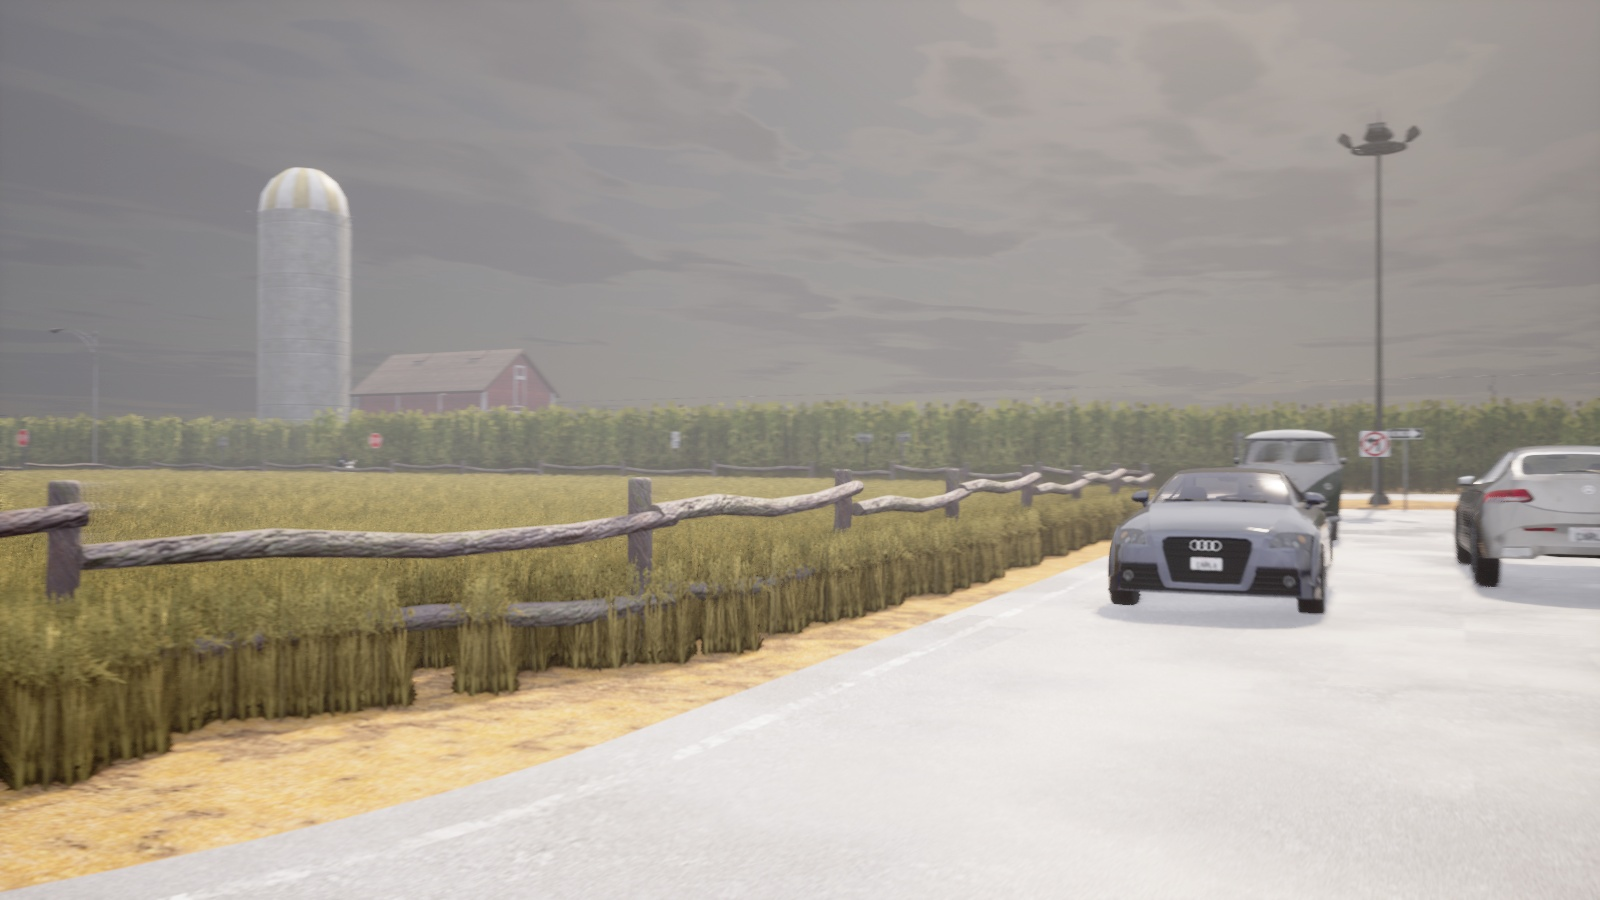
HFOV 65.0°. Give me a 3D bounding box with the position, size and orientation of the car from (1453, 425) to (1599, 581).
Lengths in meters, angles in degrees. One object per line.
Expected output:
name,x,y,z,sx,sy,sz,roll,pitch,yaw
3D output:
car,9.476,0.573,15.604,2.152,1.651,5.027,0,0,25

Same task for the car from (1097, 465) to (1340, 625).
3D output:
car,4.604,0.866,13.393,1.994,1.385,4.181,0,0,25

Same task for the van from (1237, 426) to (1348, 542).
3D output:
van,9.357,0.593,23.760,1.775,1.987,4.442,0,0,23
